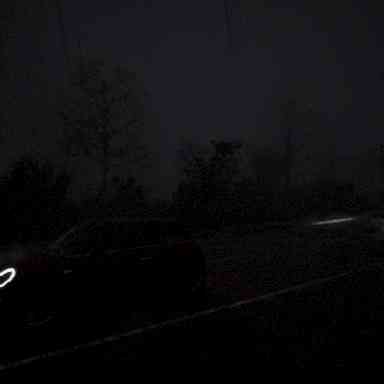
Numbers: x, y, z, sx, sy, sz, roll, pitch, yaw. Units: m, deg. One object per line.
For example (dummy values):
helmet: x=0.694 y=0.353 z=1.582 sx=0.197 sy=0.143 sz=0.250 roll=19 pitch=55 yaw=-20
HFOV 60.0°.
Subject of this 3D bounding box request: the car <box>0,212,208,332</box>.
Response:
car: x=-1.914 y=1.361 z=6.973 sx=4.553 sy=1.767 sz=2.097 roll=0 pitch=0 yaw=-36
